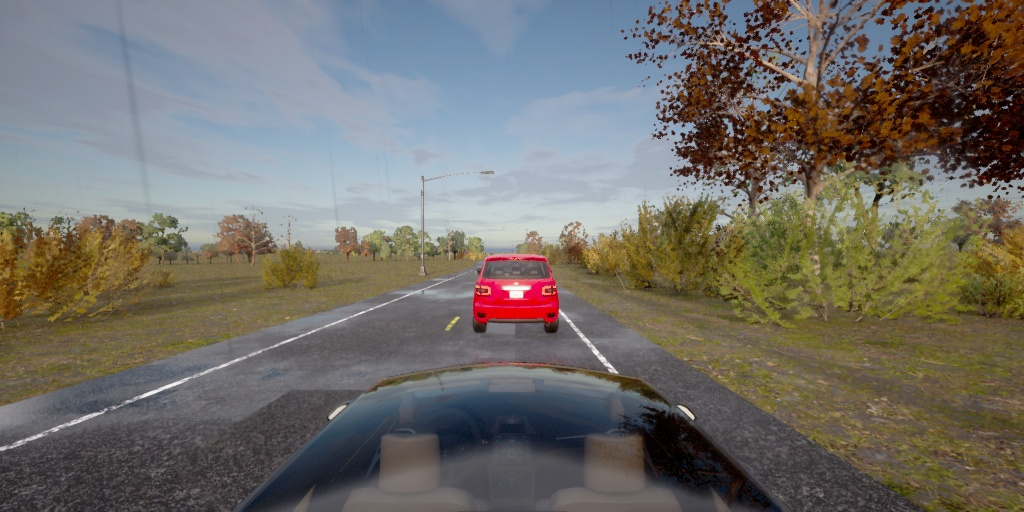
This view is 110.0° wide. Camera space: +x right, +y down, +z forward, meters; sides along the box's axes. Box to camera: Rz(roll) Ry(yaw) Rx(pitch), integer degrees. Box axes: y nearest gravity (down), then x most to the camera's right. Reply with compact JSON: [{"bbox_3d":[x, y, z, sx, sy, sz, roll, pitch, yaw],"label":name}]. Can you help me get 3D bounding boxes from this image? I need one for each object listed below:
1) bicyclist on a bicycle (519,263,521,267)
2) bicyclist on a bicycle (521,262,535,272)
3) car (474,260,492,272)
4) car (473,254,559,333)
[{"bbox_3d":[0.891,1.111,28.573,0.659,1.776,1.843,0,0,0],"label":"bicyclist on a bicycle"},{"bbox_3d":[0.935,1.114,18.560,0.659,1.776,1.843,0,0,0],"label":"bicyclist on a bicycle"},{"bbox_3d":[-3.814,1.284,47.924,2.033,1.411,5.357,0,0,0],"label":"car"},{"bbox_3d":[0.088,0.968,10.854,2.150,2.045,5.566,0,0,0],"label":"car"}]
